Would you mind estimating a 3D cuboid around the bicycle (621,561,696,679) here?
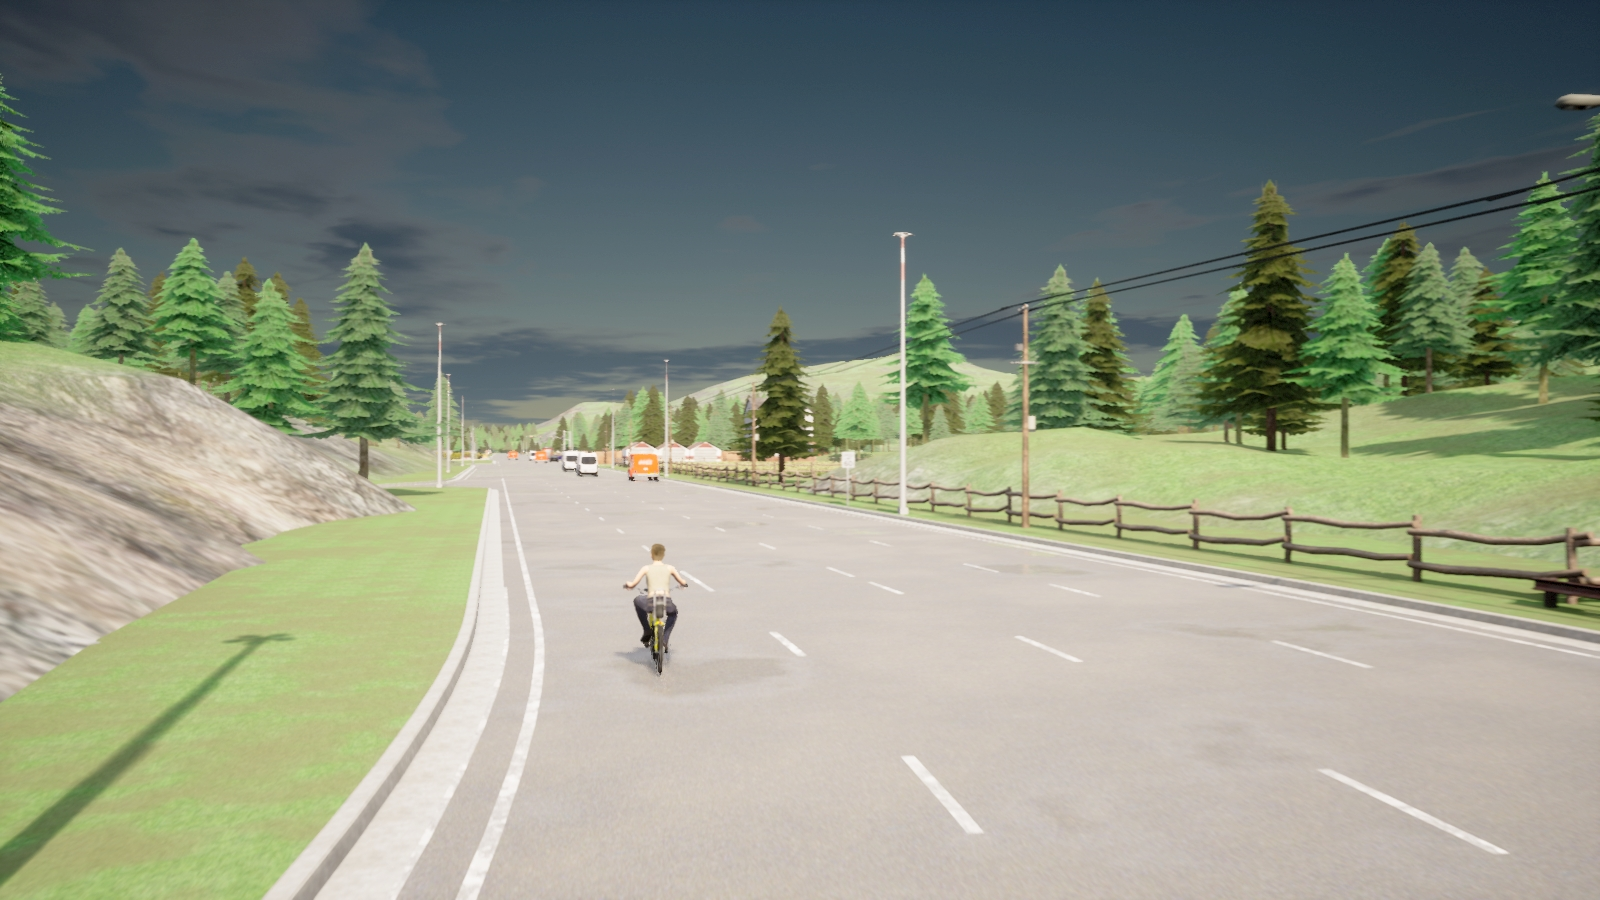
[{"bbox_3d":[-1.851,2.159,14.778,0.859,1.276,1.487,0,0,-11],"label":"bicycle"}]
